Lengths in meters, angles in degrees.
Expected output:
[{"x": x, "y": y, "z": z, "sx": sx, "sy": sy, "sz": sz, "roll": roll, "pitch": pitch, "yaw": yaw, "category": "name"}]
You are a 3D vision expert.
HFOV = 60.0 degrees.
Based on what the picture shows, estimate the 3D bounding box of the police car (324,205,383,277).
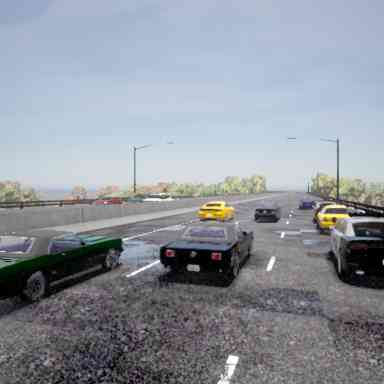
[{"x": 5.321, "y": 1.423, "z": 10.099, "sx": 1.930, "sy": 1.638, "sz": 5.238, "roll": 0, "pitch": 0, "yaw": 18, "category": "police car"}]

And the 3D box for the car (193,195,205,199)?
[{"x": 1.741, "y": 1.484, "z": 81.849, "sx": 1.895, "sy": 1.301, "sz": 4.718, "roll": 0, "pitch": 0, "yaw": 18, "category": "car"}]

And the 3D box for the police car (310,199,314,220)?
[{"x": 10.260, "y": 1.419, "z": 25.317, "sx": 1.930, "sy": 1.638, "sz": 5.238, "roll": 0, "pitch": 0, "yaw": 18, "category": "police car"}]

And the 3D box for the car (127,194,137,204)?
[{"x": -6.703, "y": 1.211, "z": 44.805, "sx": 2.150, "sy": 2.045, "sz": 5.566, "roll": 0, "pitch": 0, "yaw": 18, "category": "car"}]

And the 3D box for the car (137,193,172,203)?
[{"x": -4.265, "y": 1.212, "z": 40.982, "sx": 2.150, "sy": 2.045, "sz": 5.566, "roll": 0, "pitch": 0, "yaw": 18, "category": "car"}]

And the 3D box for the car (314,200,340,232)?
[{"x": 8.432, "y": 1.451, "z": 19.686, "sx": 1.801, "sy": 1.575, "sz": 5.366, "roll": 0, "pitch": 0, "yaw": 18, "category": "car"}]

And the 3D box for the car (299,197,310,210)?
[{"x": 14.878, "y": 1.552, "z": 42.922, "sx": 1.994, "sy": 1.385, "sz": 4.181, "roll": 0, "pitch": 0, "yaw": 18, "category": "car"}]

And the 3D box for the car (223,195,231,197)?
[{"x": 8.408, "y": 1.441, "z": 79.718, "sx": 1.994, "sy": 1.385, "sz": 4.181, "roll": 0, "pitch": 0, "yaw": 18, "category": "car"}]

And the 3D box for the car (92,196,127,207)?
[{"x": -10.908, "y": 1.343, "z": 43.186, "sx": 2.097, "sy": 1.767, "sz": 4.553, "roll": 0, "pitch": 0, "yaw": 18, "category": "car"}]

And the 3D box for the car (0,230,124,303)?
[{"x": -3.608, "y": 1.600, "z": 8.339, "sx": 1.895, "sy": 1.301, "sz": 4.718, "roll": 0, "pitch": 0, "yaw": 18, "category": "car"}]

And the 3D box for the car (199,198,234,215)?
[{"x": 1.983, "y": 1.472, "z": 25.572, "sx": 1.882, "sy": 1.535, "sz": 5.008, "roll": 0, "pitch": 0, "yaw": 18, "category": "car"}]

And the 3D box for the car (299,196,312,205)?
[{"x": 20.509, "y": 1.528, "z": 60.310, "sx": 2.033, "sy": 1.411, "sz": 5.357, "roll": 0, "pitch": 0, "yaw": 18, "category": "car"}]

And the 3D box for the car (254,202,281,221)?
[{"x": 6.306, "y": 1.541, "z": 27.548, "sx": 2.033, "sy": 1.411, "sz": 5.357, "roll": 0, "pitch": 0, "yaw": 18, "category": "car"}]

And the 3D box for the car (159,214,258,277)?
[{"x": 0.737, "y": 1.599, "z": 10.390, "sx": 1.895, "sy": 1.301, "sz": 4.718, "roll": 0, "pitch": 0, "yaw": 18, "category": "car"}]
